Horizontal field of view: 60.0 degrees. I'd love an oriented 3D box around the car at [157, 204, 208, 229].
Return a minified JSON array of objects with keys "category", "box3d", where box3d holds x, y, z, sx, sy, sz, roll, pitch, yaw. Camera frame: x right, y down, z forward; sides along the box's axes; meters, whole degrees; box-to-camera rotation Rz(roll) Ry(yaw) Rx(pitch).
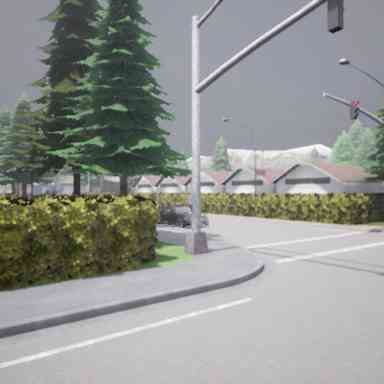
[{"category":"car","box3d":[-0.892,1.558,21.822,1.812,1.442,4.674,0,1,-36]}]
